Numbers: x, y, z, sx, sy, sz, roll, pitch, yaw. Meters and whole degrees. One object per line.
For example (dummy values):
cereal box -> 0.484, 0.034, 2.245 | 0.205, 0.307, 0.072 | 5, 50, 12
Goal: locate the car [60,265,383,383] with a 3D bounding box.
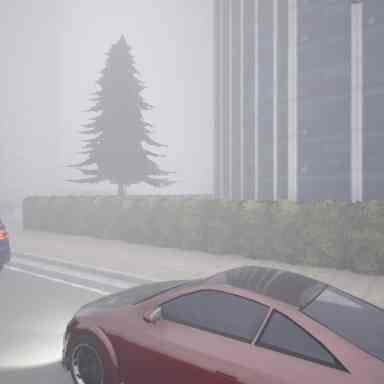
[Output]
car -> 0.452, 1.564, 3.670 | 4.181, 1.385, 1.994 | 0, 0, 35

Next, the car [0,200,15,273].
car -> -7.159, 1.223, 9.061 | 5.566, 2.045, 2.150 | 0, 0, 35

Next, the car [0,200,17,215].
car -> -20.373, 1.564, 33.236 | 1.837, 1.490, 4.892 | 0, 0, 35
